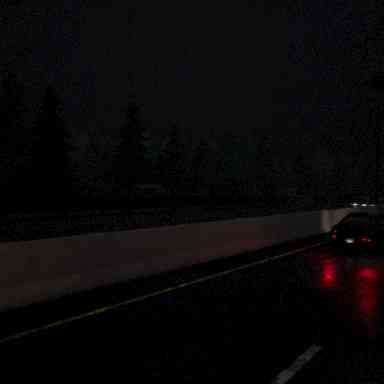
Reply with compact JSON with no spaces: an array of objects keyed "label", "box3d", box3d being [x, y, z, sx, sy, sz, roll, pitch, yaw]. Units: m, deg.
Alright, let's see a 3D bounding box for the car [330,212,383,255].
[{"label":"car","box3d":[7.095,1.537,13.449,1.812,1.442,4.674,1,1,42]}]
